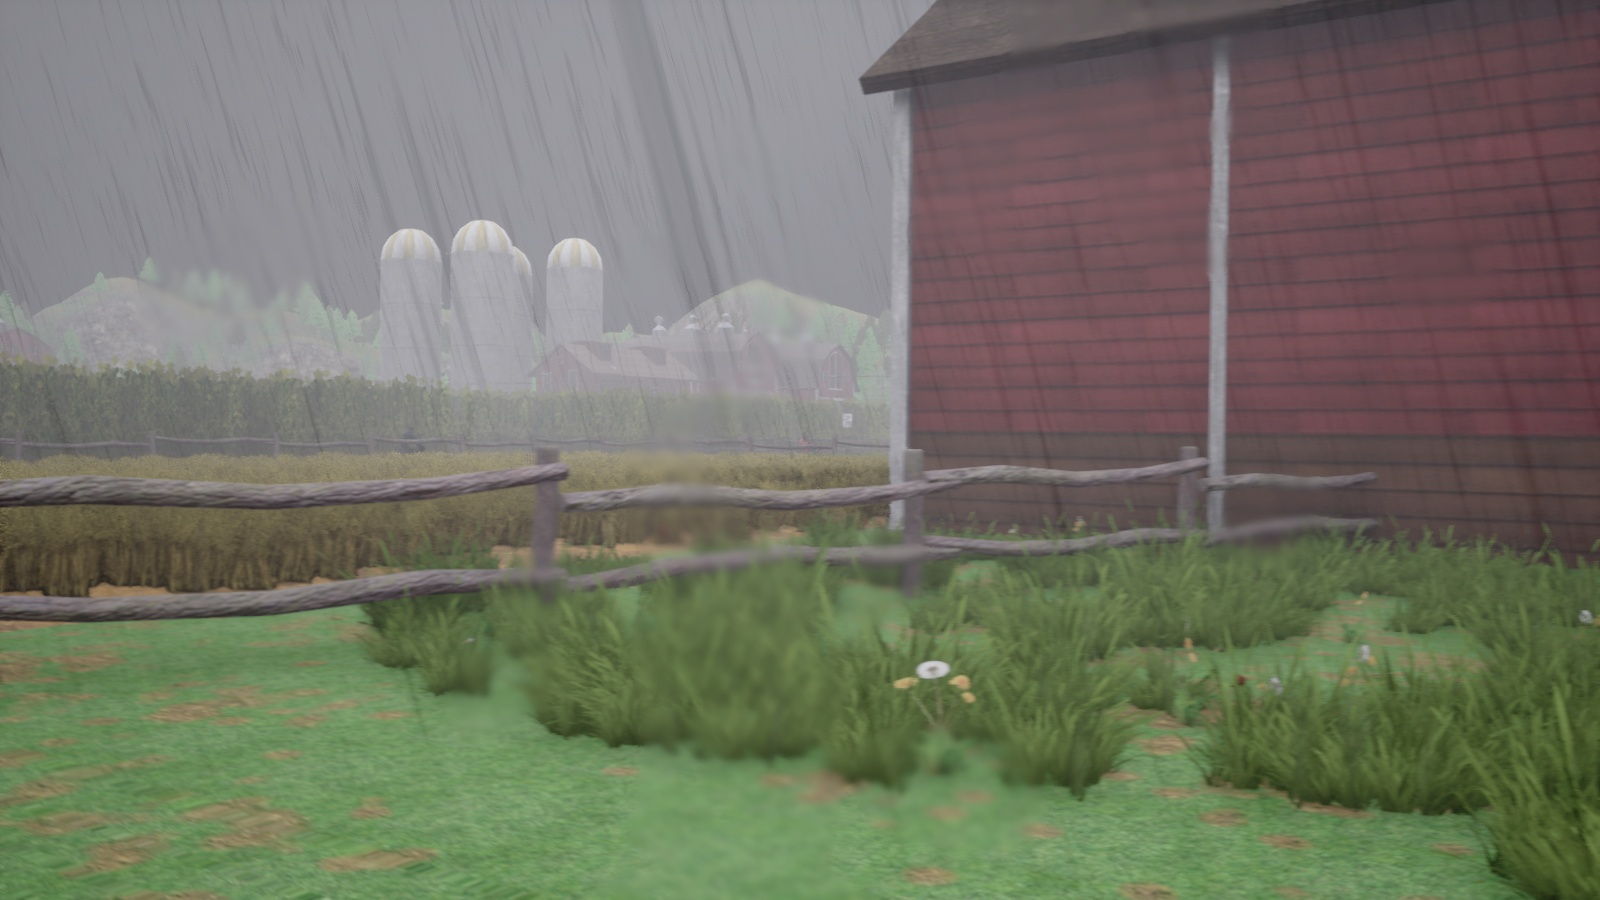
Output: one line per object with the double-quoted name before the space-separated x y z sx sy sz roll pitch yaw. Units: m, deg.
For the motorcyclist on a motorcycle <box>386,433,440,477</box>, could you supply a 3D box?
"motorcyclist on a motorcycle" -14.534 0.172 47.197 0.866 1.590 1.817 0 1 33
